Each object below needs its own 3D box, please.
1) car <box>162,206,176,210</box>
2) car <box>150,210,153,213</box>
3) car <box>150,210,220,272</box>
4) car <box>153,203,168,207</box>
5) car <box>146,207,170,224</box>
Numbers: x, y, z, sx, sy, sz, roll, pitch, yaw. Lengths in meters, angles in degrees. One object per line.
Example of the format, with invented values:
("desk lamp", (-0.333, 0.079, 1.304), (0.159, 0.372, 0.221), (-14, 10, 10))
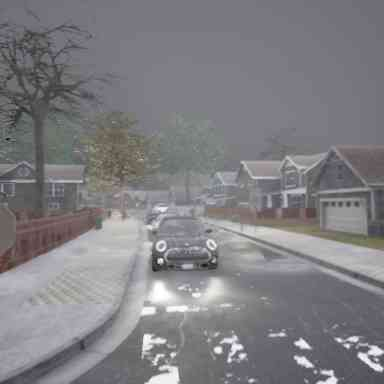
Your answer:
("car", (-2.909, 2.984, 45.537), (1.895, 1.301, 4.718), (0, -2, -12))
("car", (-1.643, 2.188, 22.065), (1.812, 1.442, 4.674), (0, -2, -9))
("car", (-0.374, 1.710, 12.217), (2.097, 1.767, 4.553), (0, -2, -7))
("car", (-5.166, 2.926, 55.190), (2.150, 2.045, 5.566), (0, -2, -14))
("car", (-3.951, 2.654, 36.073), (2.033, 1.411, 5.357), (0, -2, -11))
